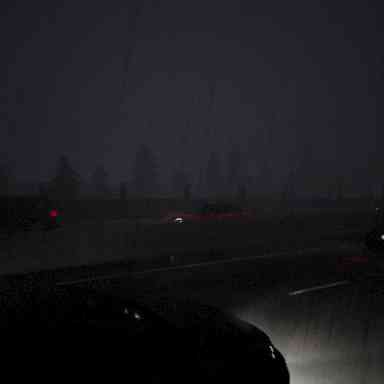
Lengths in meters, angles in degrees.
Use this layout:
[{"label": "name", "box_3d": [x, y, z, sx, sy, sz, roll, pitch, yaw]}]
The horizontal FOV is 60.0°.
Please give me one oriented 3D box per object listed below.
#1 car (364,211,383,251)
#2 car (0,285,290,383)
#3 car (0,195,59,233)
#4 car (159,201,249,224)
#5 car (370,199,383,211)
[{"label": "car", "box_3d": [8.484, 1.541, 12.406, 4.181, 1.385, 1.994, 0, 0, -26]}, {"label": "car", "box_3d": [-1.108, 1.553, 2.785, 4.181, 1.385, 1.994, 0, 0, -35]}, {"label": "car", "box_3d": [-8.862, 1.167, 14.710, 5.566, 2.045, 2.150, 0, 0, -34]}, {"label": "car", "box_3d": [0.631, 1.314, 16.398, 4.553, 1.767, 2.097, 0, 0, -29]}, {"label": "car", "box_3d": [20.000, 1.210, 31.952, 5.566, 2.045, 2.150, 0, 0, -16]}]
